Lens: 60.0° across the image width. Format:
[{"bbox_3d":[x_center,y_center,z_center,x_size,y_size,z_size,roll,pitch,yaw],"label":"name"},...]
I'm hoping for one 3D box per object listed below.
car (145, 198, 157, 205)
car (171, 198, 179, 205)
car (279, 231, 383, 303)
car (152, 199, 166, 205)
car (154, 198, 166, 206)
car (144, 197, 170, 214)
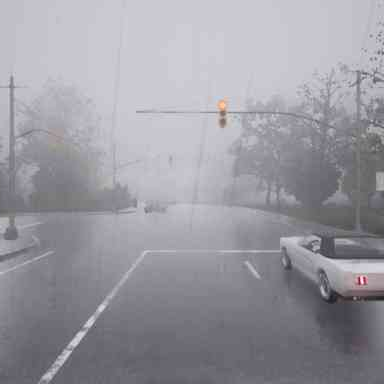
[{"bbox_3d":[-9.407,2.202,76.321,1.882,1.535,5.008,0,-1,-19],"label":"car"},{"bbox_3d":[-4.979,2.248,73.788,1.895,1.301,4.718,0,-1,-19],"label":"car"},{"bbox_3d":[3.598,1.601,8.170,1.895,1.301,4.718,0,0,0],"label":"car"},{"bbox_3d":[-8.238,2.461,83.113,1.895,1.301,4.718,0,-1,-25],"label":"car"},{"bbox_3d":[-6.017,1.878,61.916,1.882,1.535,5.008,0,-1,-10],"label":"car"},{"bbox_3d":[-3.770,1.364,34.992,2.097,1.767,4.553,0,0,-1],"label":"car"}]
